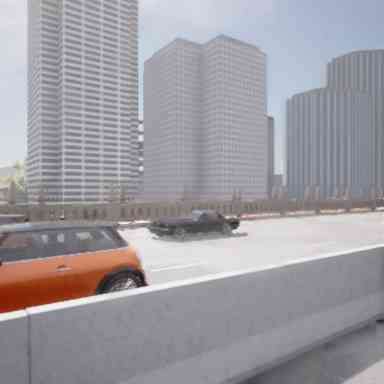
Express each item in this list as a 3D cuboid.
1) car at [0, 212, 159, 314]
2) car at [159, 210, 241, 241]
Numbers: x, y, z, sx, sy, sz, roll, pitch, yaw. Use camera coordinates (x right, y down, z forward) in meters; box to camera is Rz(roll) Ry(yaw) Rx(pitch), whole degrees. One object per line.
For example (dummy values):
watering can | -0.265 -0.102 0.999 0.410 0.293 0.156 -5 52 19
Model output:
car | -3.162 1.354 6.034 4.553 1.767 2.097 0 0 -35
car | 0.169 1.613 17.008 4.718 1.301 1.895 0 0 -35
